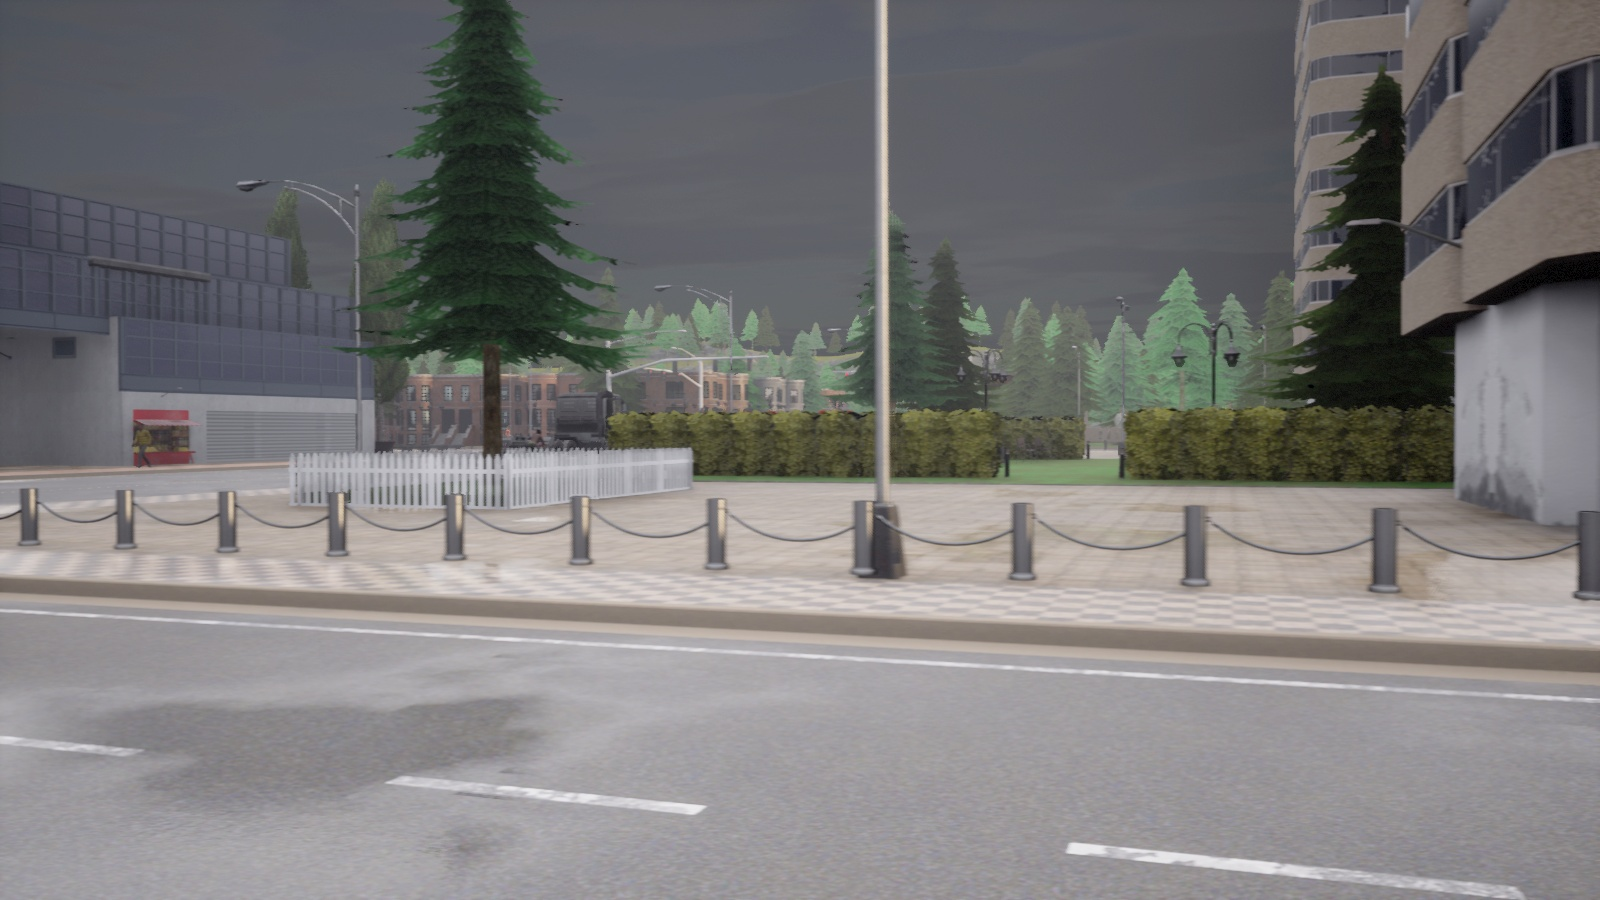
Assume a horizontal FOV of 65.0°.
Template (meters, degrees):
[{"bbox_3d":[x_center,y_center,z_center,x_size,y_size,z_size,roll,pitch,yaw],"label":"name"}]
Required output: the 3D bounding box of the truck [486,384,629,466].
[{"bbox_3d":[-10.933,-1.118,57.544,2.891,3.462,7.936,1,1,19],"label":"truck"}]

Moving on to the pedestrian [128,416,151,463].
[{"bbox_3d":[-26.153,-0.410,49.712,0.431,1.840,0.709,1,1,18],"label":"pedestrian"}]
